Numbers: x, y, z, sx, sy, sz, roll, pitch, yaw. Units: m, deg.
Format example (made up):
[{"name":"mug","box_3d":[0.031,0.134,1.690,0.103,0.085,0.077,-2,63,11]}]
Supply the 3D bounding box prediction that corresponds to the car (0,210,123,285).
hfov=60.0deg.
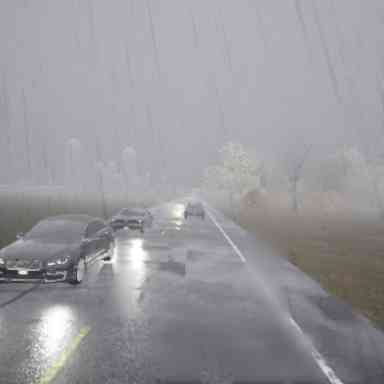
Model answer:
[{"name":"car","box_3d":[-3.522,1.455,9.433,1.837,1.490,4.892,2,0,1]}]

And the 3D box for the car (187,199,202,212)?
[{"name":"car","box_3d":[0.361,1.730,43.682,1.882,1.535,5.008,2,0,1]}]

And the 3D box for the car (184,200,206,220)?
[{"name":"car","box_3d":[0.270,1.668,30.617,2.128,1.511,4.902,2,0,1]}]

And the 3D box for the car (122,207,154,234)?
[{"name":"car","box_3d":[-3.441,1.609,19.701,1.895,1.301,4.718,2,0,1]}]
